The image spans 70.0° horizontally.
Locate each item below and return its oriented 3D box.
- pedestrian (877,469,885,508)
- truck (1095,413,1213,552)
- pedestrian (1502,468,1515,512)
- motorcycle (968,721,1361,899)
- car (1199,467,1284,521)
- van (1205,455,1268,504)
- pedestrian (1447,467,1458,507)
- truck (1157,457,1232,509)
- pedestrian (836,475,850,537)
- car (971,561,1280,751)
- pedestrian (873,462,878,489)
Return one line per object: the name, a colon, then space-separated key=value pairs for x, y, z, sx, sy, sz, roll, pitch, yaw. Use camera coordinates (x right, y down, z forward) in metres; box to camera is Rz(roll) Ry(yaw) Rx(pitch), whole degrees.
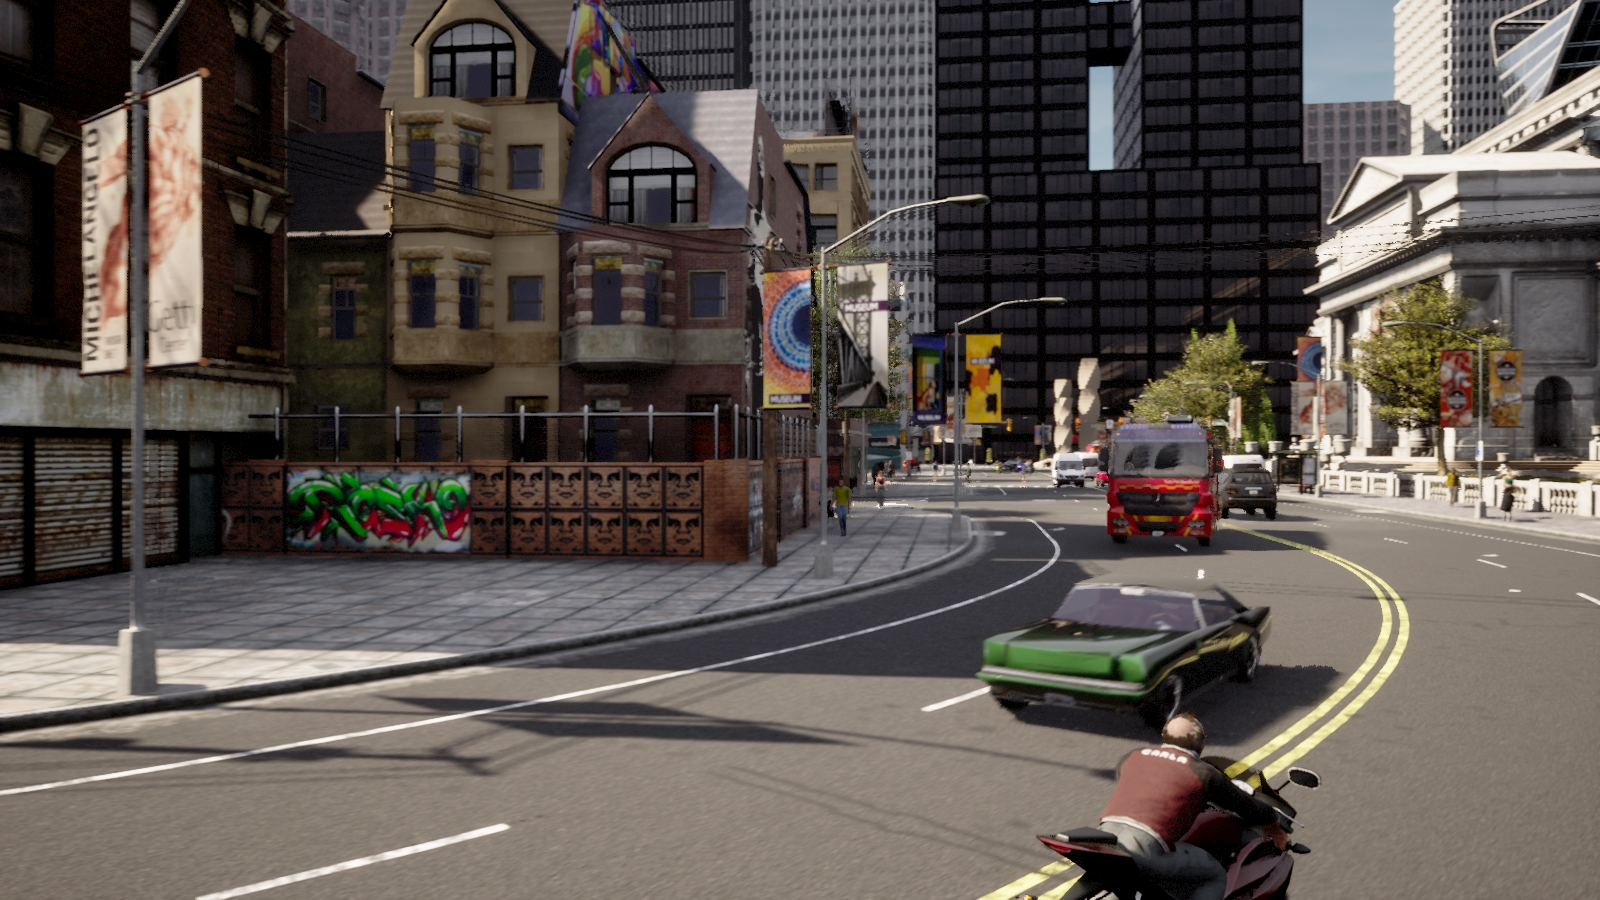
pedestrian: x=3.949 y=1.871 z=55.759 sx=0.375 sy=1.860 sz=0.375 roll=0 pitch=0 yaw=6
truck: x=11.281 y=0.902 z=35.864 sx=2.891 sy=3.827 sz=8.468 roll=0 pitch=0 yaw=22
pedestrian: x=30.161 y=1.710 z=48.670 sx=0.375 sy=1.860 sz=0.375 roll=0 pitch=0 yaw=15
motorcycle: x=1.864 y=2.207 z=5.597 sx=2.209 sy=1.251 sz=0.867 roll=0 pitch=0 yaw=-43
car: x=18.521 y=1.794 z=48.236 sx=2.150 sy=2.045 sz=5.566 roll=0 pitch=0 yaw=8
van: x=24.195 y=1.554 z=63.533 sx=1.988 sy=2.561 sz=5.915 roll=0 pitch=0 yaw=8
pedestrian: x=30.110 y=1.709 z=52.691 sx=0.375 sy=1.860 sz=0.375 roll=0 pitch=0 yaw=20
truck: x=19.851 y=1.588 z=57.774 sx=2.627 sy=2.467 sz=5.204 roll=0 pitch=0 yaw=8
pedestrian: x=1.310 y=1.711 z=34.857 sx=0.375 sy=1.860 sz=0.375 roll=0 pitch=0 yaw=8
car: x=3.920 y=2.160 z=13.128 sx=1.895 sy=1.301 sz=4.718 roll=0 pitch=0 yaw=36
pedestrian: x=5.107 y=1.728 z=77.391 sx=0.375 sy=1.860 sz=0.375 roll=0 pitch=0 yaw=5
